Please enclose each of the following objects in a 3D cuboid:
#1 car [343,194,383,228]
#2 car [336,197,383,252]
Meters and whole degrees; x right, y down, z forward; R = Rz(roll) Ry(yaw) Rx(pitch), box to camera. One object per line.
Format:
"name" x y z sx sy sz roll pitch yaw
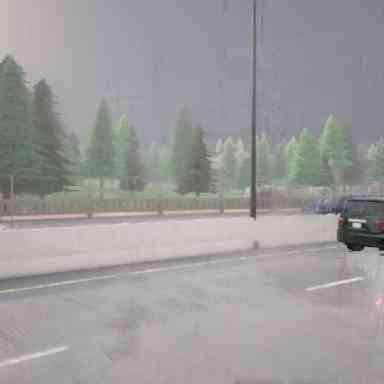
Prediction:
"car" 13.221 1.180 22.504 5.566 2.045 2.150 0 0 -21
"car" 7.833 1.200 12.209 5.566 2.045 2.150 0 0 -27
